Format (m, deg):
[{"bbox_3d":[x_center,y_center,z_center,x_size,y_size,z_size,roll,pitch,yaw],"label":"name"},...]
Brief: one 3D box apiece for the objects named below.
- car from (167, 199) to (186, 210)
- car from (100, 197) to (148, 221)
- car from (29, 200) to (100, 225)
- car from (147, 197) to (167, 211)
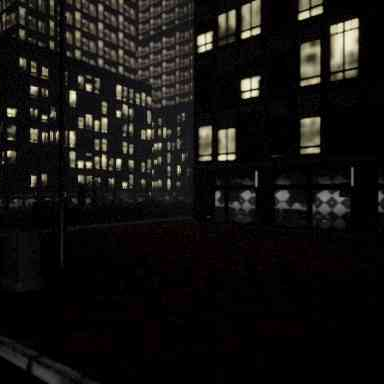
[{"bbox_3d":[-2.759,1.779,48.959,1.967,1.590,4.097,0,0,39],"label":"car"},{"bbox_3d":[-6.963,1.650,30.996,2.192,1.841,5.009,0,0,39],"label":"car"},{"bbox_3d":[-10.349,1.642,26.588,2.192,1.841,5.009,0,0,39],"label":"car"},{"bbox_3d":[-6.220,1.645,44.609,2.192,1.841,5.009,0,0,39],"label":"car"}]
